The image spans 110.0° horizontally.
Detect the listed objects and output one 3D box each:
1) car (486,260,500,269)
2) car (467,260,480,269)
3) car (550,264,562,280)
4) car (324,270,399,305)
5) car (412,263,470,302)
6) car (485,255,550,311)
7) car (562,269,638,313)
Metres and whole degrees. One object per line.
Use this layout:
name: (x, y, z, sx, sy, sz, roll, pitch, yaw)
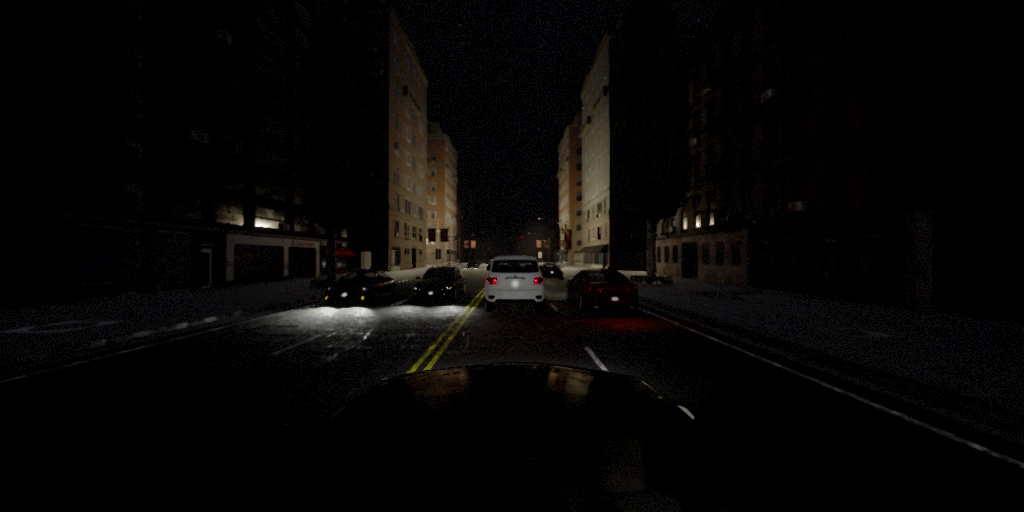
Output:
car: (-3.194, 1.422, 60.266, 2.033, 1.411, 5.357, 0, 0, 0)
car: (-6.444, 1.383, 60.270, 1.837, 1.490, 4.892, 0, 0, 0)
car: (3.380, 1.355, 32.275, 1.994, 1.385, 4.181, 0, 0, 0)
car: (-6.585, 1.333, 16.072, 1.994, 1.385, 4.181, 0, 0, 0)
car: (-3.334, 1.276, 17.117, 1.837, 1.490, 4.892, 0, 0, 0)
car: (0.112, 0.990, 14.694, 2.150, 2.045, 5.566, 0, 0, 0)
car: (3.363, 1.246, 14.174, 1.882, 1.535, 5.008, 0, 0, 0)
